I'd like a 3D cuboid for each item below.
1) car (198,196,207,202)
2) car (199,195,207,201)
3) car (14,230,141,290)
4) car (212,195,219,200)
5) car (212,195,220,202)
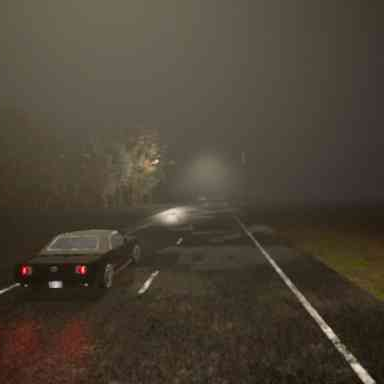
[{"bbox_3d":[2.565,1.872,84.612,1.895,1.301,4.718,-2,0,4],"label":"car"},{"bbox_3d":[3.273,1.712,94.564,2.033,1.411,5.357,-2,0,4],"label":"car"},{"bbox_3d":[-2.827,1.739,9.480,1.895,1.301,4.718,-2,0,4],"label":"car"},{"bbox_3d":[6.761,1.580,94.314,1.812,1.442,4.674,-2,0,4],"label":"car"},{"bbox_3d":[6.047,1.684,84.299,1.812,1.442,4.674,-2,0,4],"label":"car"}]
